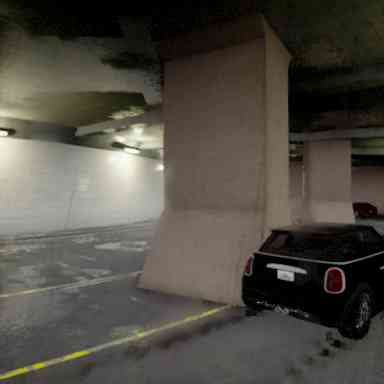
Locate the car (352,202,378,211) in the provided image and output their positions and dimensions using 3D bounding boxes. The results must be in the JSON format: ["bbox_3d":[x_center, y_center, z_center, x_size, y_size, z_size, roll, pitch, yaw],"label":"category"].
[{"bbox_3d":[18.121,1.828,36.107,1.882,1.535,5.008,0,0,1],"label":"car"}]

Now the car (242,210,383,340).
[{"bbox_3d":[3.082,1.422,7.005,4.553,1.767,2.097,1,-1,-44],"label":"car"}]
